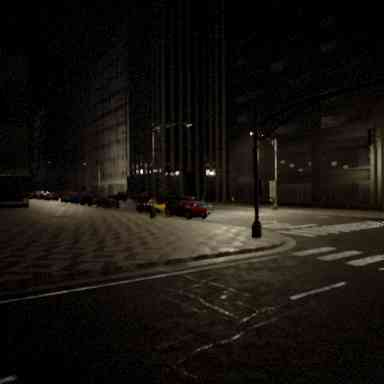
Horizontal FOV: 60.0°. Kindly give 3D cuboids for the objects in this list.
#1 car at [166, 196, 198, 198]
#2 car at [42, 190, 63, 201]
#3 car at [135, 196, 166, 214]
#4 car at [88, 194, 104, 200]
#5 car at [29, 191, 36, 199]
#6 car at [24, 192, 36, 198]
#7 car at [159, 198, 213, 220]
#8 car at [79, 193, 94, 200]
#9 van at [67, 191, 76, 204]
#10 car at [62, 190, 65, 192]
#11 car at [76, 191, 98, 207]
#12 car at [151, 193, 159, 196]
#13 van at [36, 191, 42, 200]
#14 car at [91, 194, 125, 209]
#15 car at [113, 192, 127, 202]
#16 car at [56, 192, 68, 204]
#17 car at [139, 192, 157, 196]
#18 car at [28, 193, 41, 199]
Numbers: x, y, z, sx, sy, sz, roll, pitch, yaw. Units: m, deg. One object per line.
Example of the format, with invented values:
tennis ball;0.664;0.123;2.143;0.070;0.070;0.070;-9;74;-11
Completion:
car;-0.072;1.203;31.326;2.097;1.767;4.553;-1;1;-36
car;-26.819;0.932;63.687;1.967;1.590;4.097;0;1;-36
car;-3.679;1.382;31.623;1.752;1.417;4.829;0;1;-36
car;-19.904;0.994;68.674;1.802;1.307;4.206;0;1;-36
car;-33.401;0.692;72.807;2.192;1.841;5.009;0;1;-36
car;-39.986;0.806;81.930;1.887;1.381;4.507;0;1;-36
car;-0.486;1.446;27.200;1.887;1.381;4.507;0;1;-36
car;-23.196;0.900;73.234;1.887;1.381;4.507;0;1;-36
van;-16.944;0.999;50.004;1.690;1.788;3.998;0;1;-36
car;-29.777;0.555;82.353;2.192;1.841;5.009;0;1;-36
car;-13.652;1.025;45.442;2.192;1.841;5.009;0;1;-36
car;-3.447;1.246;45.870;1.947;1.339;4.313;0;1;-36
van;-30.110;0.776;68.247;1.690;1.788;3.998;0;1;-36
car;-10.361;1.305;40.882;1.887;1.381;4.507;0;1;-36
car;-13.320;0.839;59.550;2.192;1.841;5.009;0;1;-36
car;-20.237;1.155;54.566;2.008;1.369;4.403;0;1;-36
car;-6.737;0.945;50.429;2.192;1.841;5.009;0;1;-36
car;-36.694;0.870;77.369;2.008;1.369;4.403;0;1;-36
